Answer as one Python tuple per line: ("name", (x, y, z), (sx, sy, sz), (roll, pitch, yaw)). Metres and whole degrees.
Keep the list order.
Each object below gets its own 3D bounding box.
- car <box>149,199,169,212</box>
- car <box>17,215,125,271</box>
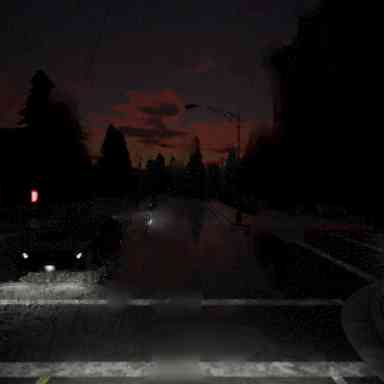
("car", (-3.567, 1.396, 36.446), (1.895, 1.301, 4.718), (0, 0, 0))
("car", (-3.518, 1.482, 10.892), (2.033, 1.411, 5.357), (0, 0, 0))
